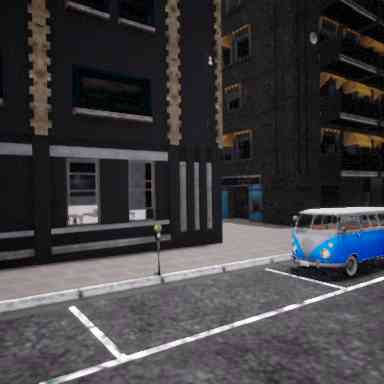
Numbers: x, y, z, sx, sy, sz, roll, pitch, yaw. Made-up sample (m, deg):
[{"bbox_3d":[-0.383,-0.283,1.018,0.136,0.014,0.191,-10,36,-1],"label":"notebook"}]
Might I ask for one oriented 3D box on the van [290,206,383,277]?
[{"bbox_3d":[4.641,1.337,9.891,3.998,1.788,1.690,0,-1,-35],"label":"van"}]
